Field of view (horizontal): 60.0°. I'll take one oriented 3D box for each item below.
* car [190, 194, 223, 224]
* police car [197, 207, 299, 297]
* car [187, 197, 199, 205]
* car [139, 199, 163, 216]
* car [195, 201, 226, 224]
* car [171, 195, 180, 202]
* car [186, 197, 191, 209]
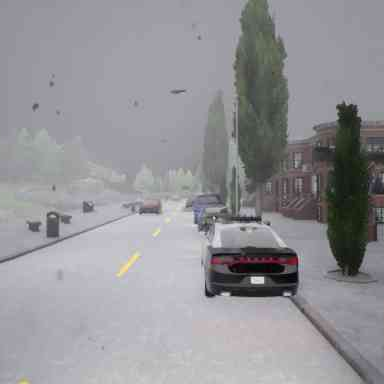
[{"bbox_3d":[1.191,1.174,24.649,2.150,2.045,5.566,-3,0,0],"label":"car"},{"bbox_3d":[1.218,1.425,8.729,1.930,1.638,5.238,0,0,0],"label":"police car"},{"bbox_3d":[0.125,1.564,58.925,1.994,1.385,4.181,0,0,0],"label":"car"},{"bbox_3d":[-4.032,1.477,33.023,1.882,1.535,5.008,0,0,0],"label":"car"},{"bbox_3d":[1.238,1.505,18.618,1.837,1.490,4.892,0,0,0],"label":"car"},{"bbox_3d":[-3.836,1.477,78.366,1.882,1.535,5.008,0,0,0],"label":"car"},{"bbox_3d":[0.115,1.601,46.190,1.895,1.301,4.718,0,0,1],"label":"car"}]
